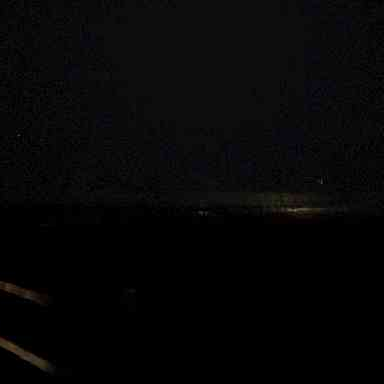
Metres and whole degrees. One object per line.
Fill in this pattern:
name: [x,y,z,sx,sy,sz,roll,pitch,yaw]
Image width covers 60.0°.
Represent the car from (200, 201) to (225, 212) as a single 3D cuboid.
car: [3.149,2.138,50.826,2.097,1.767,4.553,2,-1,36]
